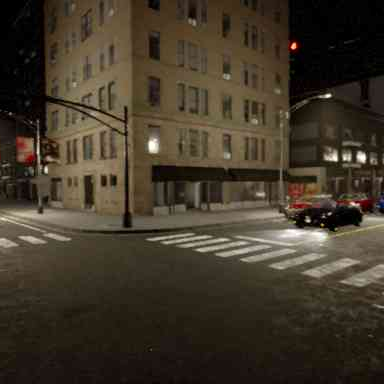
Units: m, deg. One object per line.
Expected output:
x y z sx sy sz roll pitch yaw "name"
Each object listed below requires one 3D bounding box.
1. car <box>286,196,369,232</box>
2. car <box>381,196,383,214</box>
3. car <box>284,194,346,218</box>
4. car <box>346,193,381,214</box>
6.997 1.133 17.016 4.181 1.385 1.994 -2 2 -40 "car"
15.672 0.547 24.349 5.566 2.045 2.150 -1 2 -40 "car"
7.524 0.918 20.783 4.097 1.590 1.967 -2 2 -40 "car"
11.732 0.799 24.340 4.097 1.590 1.967 -2 2 -40 "car"
